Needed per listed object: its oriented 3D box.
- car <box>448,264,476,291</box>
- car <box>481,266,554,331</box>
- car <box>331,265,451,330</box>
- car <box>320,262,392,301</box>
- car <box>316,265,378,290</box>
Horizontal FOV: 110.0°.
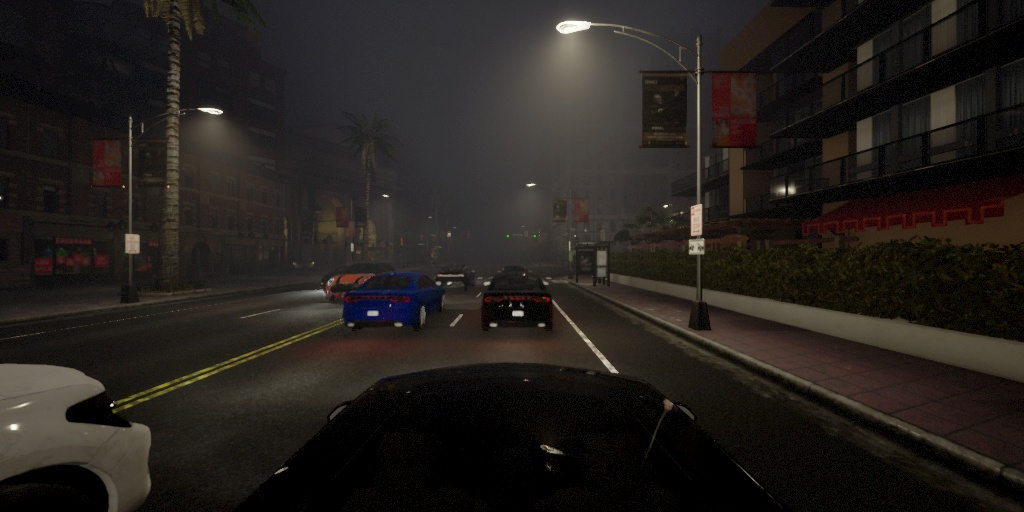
[{"bbox_3d":[-3.332,1.245,21.606,2.128,1.511,4.902,0,0,0],"label":"car"},{"bbox_3d":[0.135,1.229,11.062,1.882,1.535,5.008,0,0,0],"label":"car"},{"bbox_3d":[-3.361,1.229,11.135,1.882,1.535,5.008,0,0,0],"label":"car"},{"bbox_3d":[-7.010,1.103,17.332,2.097,1.767,4.553,0,0,1],"label":"car"},{"bbox_3d":[-10.441,1.317,23.075,1.994,1.385,4.181,0,0,1],"label":"car"}]
